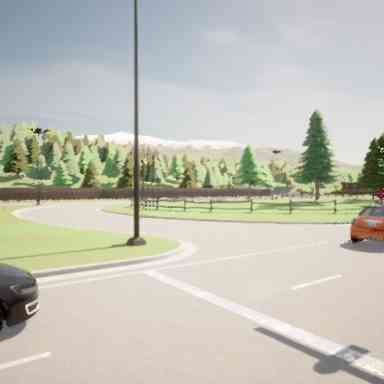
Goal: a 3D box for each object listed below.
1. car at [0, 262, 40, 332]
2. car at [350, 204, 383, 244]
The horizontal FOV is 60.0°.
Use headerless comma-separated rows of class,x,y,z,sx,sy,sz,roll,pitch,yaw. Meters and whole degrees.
car,-4.798,1.510,4.624,4.892,1.490,1.837,0,0,-35
car,8.853,1.294,14.354,4.553,1.767,2.097,0,0,-35
